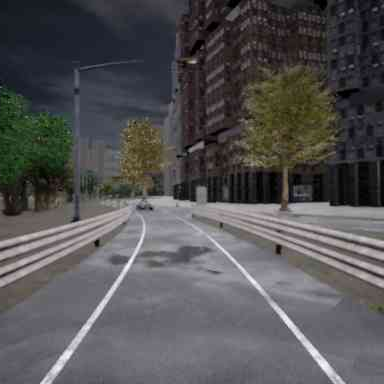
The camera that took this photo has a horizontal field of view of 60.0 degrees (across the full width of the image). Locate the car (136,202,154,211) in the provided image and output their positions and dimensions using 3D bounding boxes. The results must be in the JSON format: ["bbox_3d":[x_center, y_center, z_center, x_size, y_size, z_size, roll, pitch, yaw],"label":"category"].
[{"bbox_3d":[-6.835,2.054,47.888,1.895,1.301,4.718,0,-1,-18],"label":"car"}]
